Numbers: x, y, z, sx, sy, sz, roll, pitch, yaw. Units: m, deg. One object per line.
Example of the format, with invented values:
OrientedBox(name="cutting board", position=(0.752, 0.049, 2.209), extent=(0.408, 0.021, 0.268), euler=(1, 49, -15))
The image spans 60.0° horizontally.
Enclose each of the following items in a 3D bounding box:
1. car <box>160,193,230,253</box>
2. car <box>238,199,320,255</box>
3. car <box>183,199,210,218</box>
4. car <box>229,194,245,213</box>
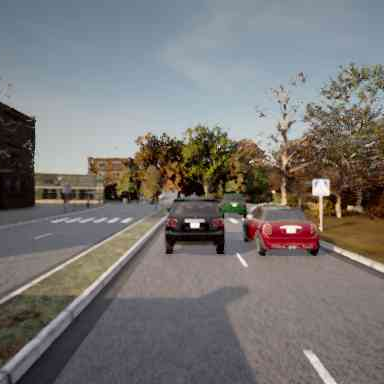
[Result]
OrientedBox(name="car", position=(0.099, 1.193, 13.666), extent=(2.150, 2.045, 5.566), euler=(0, 0, 0))
OrientedBox(name="car", position=(3.345, 1.325, 13.337), extent=(2.097, 1.767, 4.553), euler=(0, 0, 0))
OrientedBox(name="car", position=(0.490, 1.432, 30.559), extent=(2.128, 1.511, 4.902), euler=(0, 0, 5))
OrientedBox(name="car", position=(3.614, 1.158, 29.492), extent=(2.150, 2.045, 5.566), euler=(0, 0, 4))
